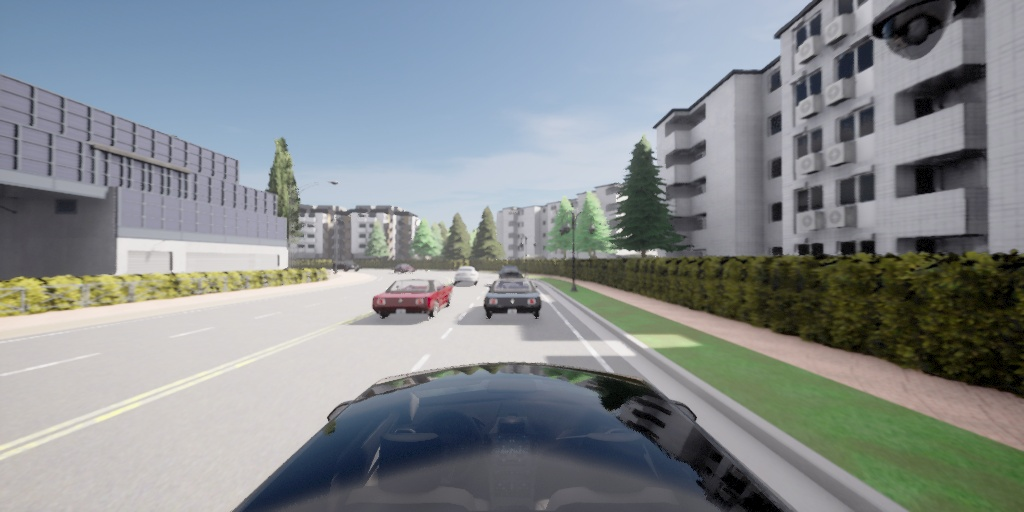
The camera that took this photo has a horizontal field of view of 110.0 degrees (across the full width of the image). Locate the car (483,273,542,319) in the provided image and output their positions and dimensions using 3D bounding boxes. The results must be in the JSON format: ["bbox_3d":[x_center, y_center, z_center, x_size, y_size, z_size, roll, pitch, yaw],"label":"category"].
[{"bbox_3d":[0.034,1.488,13.491,1.895,1.301,4.718,0,-1,0],"label":"car"}]

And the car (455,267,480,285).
[{"bbox_3d":[-3.745,1.602,29.751,1.812,1.442,4.674,0,0,-4],"label":"car"}]

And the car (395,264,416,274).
[{"bbox_3d":[-15.816,1.871,52.837,1.812,1.442,4.674,1,-1,-37],"label":"car"}]

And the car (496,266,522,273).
[{"bbox_3d":[-0.214,1.576,29.125,1.837,1.490,4.892,0,0,-3],"label":"car"}]

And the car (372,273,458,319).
[{"bbox_3d":[-3.466,1.488,13.490,1.895,1.301,4.718,0,-1,0],"label":"car"}]
